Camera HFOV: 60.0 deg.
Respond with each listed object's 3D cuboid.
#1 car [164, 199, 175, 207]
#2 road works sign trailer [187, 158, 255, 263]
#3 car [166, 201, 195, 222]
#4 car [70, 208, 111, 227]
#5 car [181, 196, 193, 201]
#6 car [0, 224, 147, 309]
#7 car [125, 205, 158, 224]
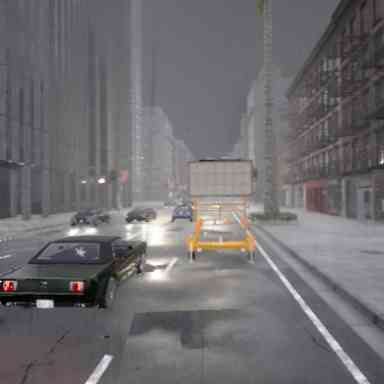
[{"bbox_3d":[-4.353,2.199,66.515,2.033,1.411,5.357,-1,0,5],"label":"car"},{"bbox_3d":[1.063,0.572,12.435,2.380,3.560,2.880,-1,-1,5],"label":"road works sign trailer"},{"bbox_3d":[-0.690,1.840,29.737,2.033,1.411,5.357,-1,-1,5],"label":"car"},{"bbox_3d":[-7.739,1.902,25.664,1.994,1.385,4.181,-1,-1,5],"label":"car"},{"bbox_3d":[-0.932,1.855,68.533,2.150,2.045,5.566,-1,0,5],"label":"car"},{"bbox_3d":[-2.419,1.708,8.100,1.895,1.301,4.718,-1,-1,4],"label":"car"},{"bbox_3d":[-4.236,1.873,28.681,2.033,1.411,5.357,-1,-1,5],"label":"car"}]
